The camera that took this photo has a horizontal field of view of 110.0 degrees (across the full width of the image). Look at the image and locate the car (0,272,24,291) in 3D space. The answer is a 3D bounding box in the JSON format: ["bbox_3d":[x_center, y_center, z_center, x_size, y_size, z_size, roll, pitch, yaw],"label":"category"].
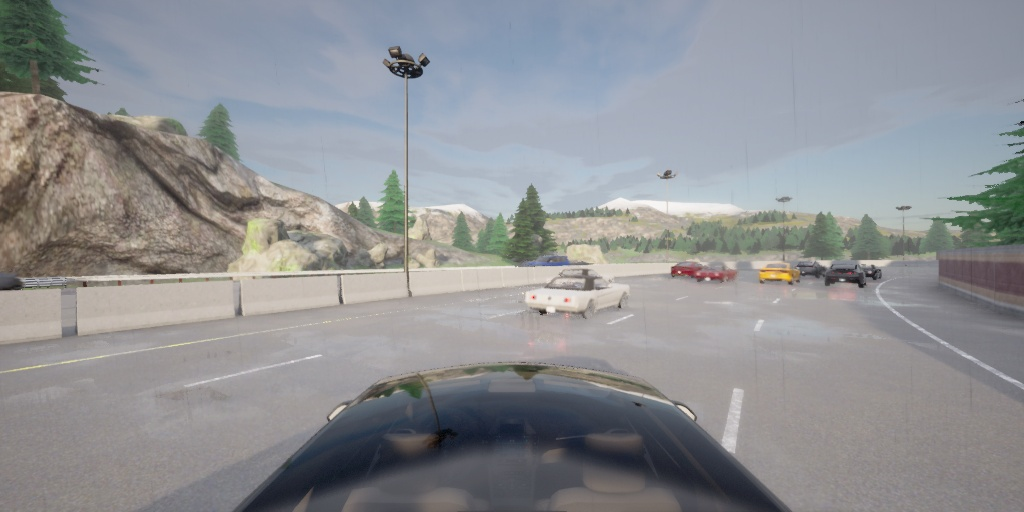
[{"bbox_3d":[-25.484,1.241,15.678,2.128,1.511,4.902,0,0,33],"label":"car"}]

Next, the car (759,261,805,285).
[{"bbox_3d":[19.726,1.228,26.350,5.008,1.535,1.882,0,0,-44],"label":"car"}]

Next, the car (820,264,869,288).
[{"bbox_3d":[22.477,1.255,24.137,4.892,1.490,1.837,0,0,-43],"label":"car"}]

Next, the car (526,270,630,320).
[{"bbox_3d":[2.563,1.351,12.764,1.895,1.301,4.718,0,0,38],"label":"car"}]

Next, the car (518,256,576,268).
[{"bbox_3d":[3.516,0.972,35.318,2.150,2.045,5.566,0,0,45],"label":"car"}]

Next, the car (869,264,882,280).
[{"bbox_3d":[30.410,1.351,30.978,4.718,1.301,1.895,0,0,-39],"label":"car"}]

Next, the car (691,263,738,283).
[{"bbox_3d":[15.718,1.351,27.415,4.718,1.301,1.895,0,0,-45],"label":"car"}]

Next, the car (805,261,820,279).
[{"bbox_3d":[27.658,1.241,33.234,4.902,1.511,2.128,0,0,-39],"label":"car"}]

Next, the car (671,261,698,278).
[{"bbox_3d":[16.274,1.228,32.707,5.008,1.535,1.882,0,0,-43],"label":"car"}]

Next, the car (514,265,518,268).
[{"bbox_3d":[2.217,1.241,38.928,4.902,1.511,2.128,0,0,-44],"label":"car"}]

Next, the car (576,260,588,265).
[{"bbox_3d":[8.479,1.243,49.452,4.902,1.511,2.128,0,0,-40],"label":"car"}]

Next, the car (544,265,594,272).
[{"bbox_3d":[3.940,1.351,19.999,1.895,1.301,4.718,0,0,40],"label":"car"}]
